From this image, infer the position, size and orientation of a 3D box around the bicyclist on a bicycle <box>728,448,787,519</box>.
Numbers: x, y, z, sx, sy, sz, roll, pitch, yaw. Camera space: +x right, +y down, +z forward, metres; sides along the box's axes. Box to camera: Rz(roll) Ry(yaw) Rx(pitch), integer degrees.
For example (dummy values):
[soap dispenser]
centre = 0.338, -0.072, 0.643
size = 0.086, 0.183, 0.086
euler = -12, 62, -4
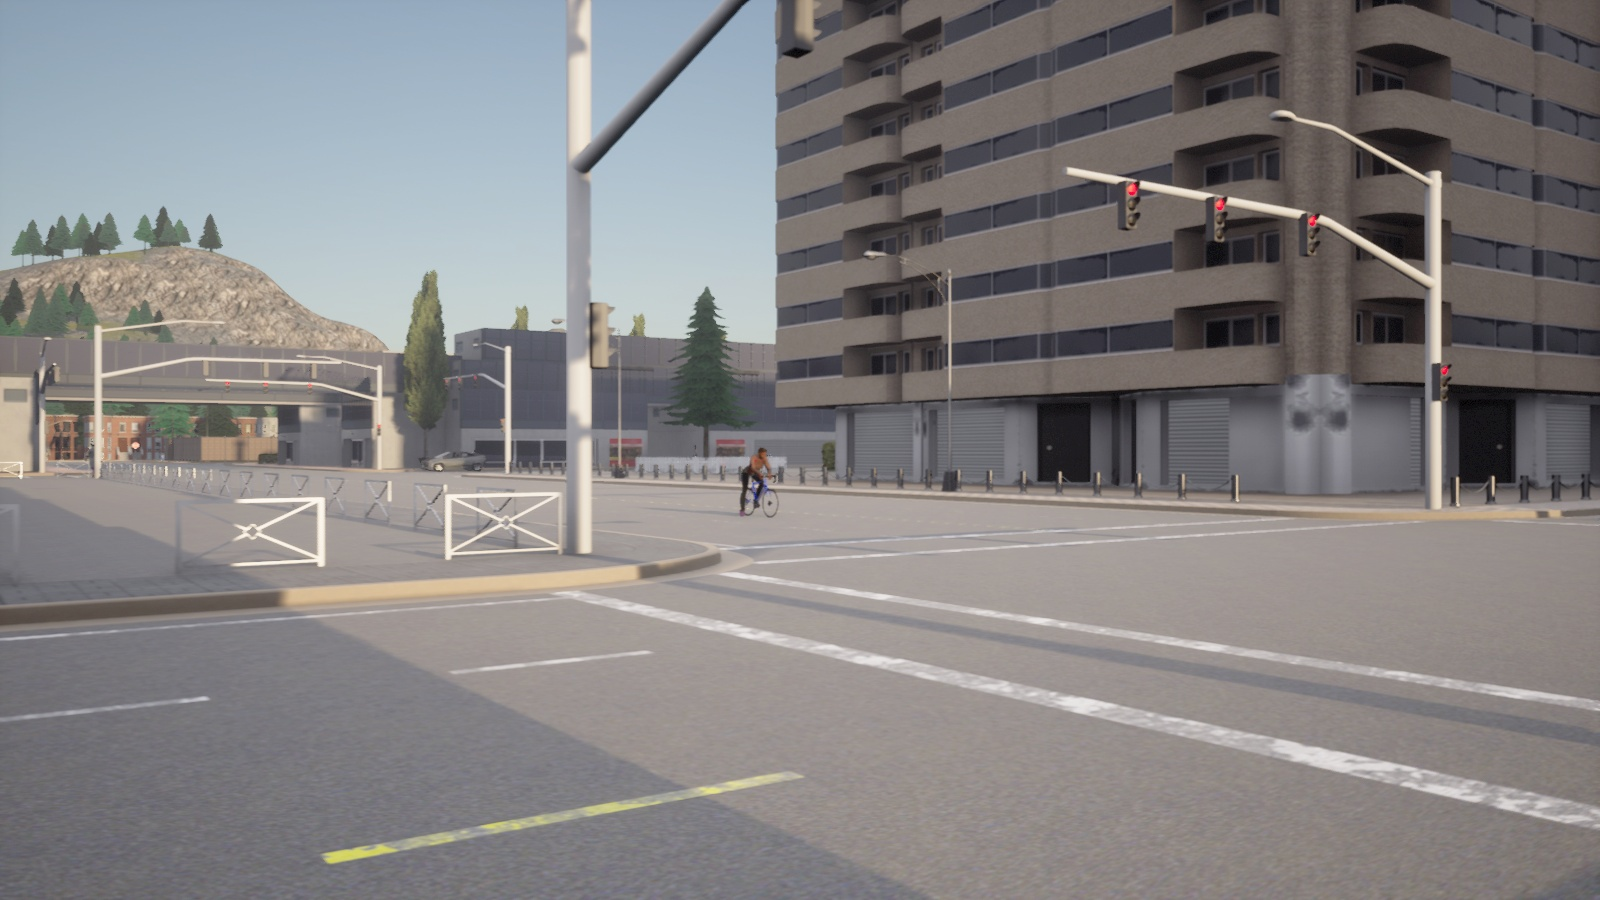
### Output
[bicyclist on a bicycle]
centre = -1.004, 0.760, 29.317
size = 0.582, 1.620, 1.656
euler = 0, 0, -35

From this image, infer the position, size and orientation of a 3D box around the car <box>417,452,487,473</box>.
[car]
centre = -25.172, 0.891, 90.885
size = 4.514, 1.525, 2.007
euler = 0, 0, -35

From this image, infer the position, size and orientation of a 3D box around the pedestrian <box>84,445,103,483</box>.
[pedestrian]
centre = -37.116, 0.738, 65.997
size = 0.659, 1.952, 0.873
euler = 0, 0, -43
